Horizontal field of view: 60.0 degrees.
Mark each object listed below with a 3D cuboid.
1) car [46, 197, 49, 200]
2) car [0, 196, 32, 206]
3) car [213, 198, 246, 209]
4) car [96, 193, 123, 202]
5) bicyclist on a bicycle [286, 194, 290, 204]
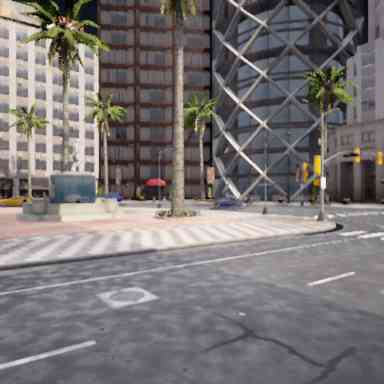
[{"bbox_3d":[-25.526,1.580,58.869,4.718,1.301,1.895,0,0,-10],"label":"car"},{"bbox_3d":[-28.705,1.465,54.502,5.008,1.535,1.882,0,0,-14],"label":"car"},{"bbox_3d":[5.029,1.480,44.449,4.674,1.442,1.812,0,0,39],"label":"car"},{"bbox_3d":[-15.236,1.188,59.442,5.566,2.045,2.150,0,0,3],"label":"car"},{"bbox_3d":[15.779,1.232,54.640,0.582,1.620,1.656,0,0,42],"label":"bicyclist on a bicycle"}]
